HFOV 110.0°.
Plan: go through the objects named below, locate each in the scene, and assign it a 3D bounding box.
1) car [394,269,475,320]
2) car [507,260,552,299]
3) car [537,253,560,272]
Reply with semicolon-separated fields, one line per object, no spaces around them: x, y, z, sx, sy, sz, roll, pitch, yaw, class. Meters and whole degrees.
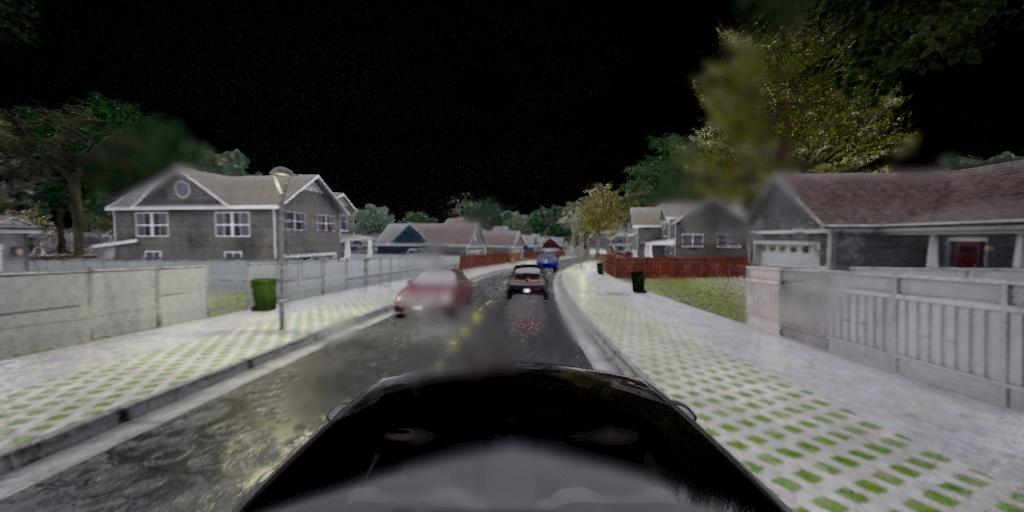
-2.448;1.191;12.396;1.812;1.442;4.674;0;0;4;car
0.821;1.148;17.296;1.837;1.490;4.892;0;1;5;car
4.016;0.640;39.788;2.150;2.045;5.566;1;1;11;car
